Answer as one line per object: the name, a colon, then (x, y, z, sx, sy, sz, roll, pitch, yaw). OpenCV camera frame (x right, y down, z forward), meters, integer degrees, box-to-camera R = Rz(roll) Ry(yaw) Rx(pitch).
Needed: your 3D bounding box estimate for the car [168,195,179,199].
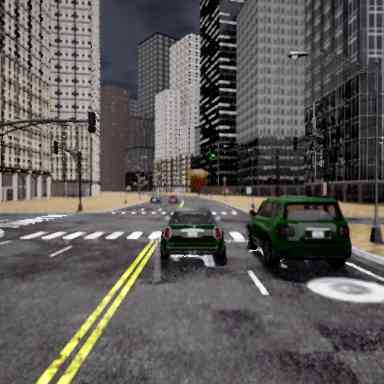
car: (-3.390, 1.326, 61.086, 1.812, 1.442, 4.674, 0, 0, 0)

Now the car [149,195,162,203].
car: (-6.641, 1.293, 61.017, 2.128, 1.511, 4.902, 0, 0, 0)

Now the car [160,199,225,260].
car: (0.031, 1.322, 12.423, 2.097, 1.767, 4.553, 0, 0, 0)

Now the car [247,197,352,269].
car: (3.270, 1.192, 11.226, 2.150, 2.045, 5.566, 0, 0, 1)
